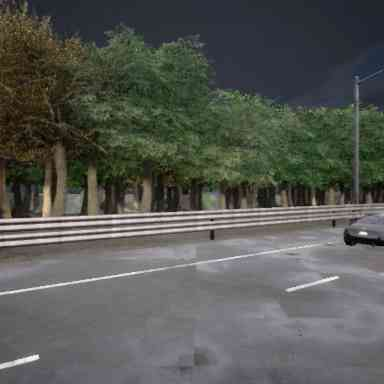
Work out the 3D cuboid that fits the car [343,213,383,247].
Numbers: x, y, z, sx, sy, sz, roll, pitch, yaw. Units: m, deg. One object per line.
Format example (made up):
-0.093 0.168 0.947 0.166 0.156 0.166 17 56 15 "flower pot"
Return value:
8.268 1.570 14.066 4.181 1.385 1.994 0 0 -35 "car"
